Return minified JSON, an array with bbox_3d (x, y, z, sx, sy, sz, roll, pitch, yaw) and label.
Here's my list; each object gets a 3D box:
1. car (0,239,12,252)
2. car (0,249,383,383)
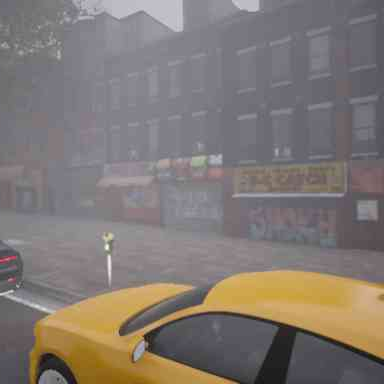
[{"bbox_3d":[-5.548,1.315,6.665,4.892,1.490,1.837,2,1,27],"label":"car"},{"bbox_3d":[0.672,1.451,2.779,5.008,1.535,1.882,2,1,33],"label":"car"}]
